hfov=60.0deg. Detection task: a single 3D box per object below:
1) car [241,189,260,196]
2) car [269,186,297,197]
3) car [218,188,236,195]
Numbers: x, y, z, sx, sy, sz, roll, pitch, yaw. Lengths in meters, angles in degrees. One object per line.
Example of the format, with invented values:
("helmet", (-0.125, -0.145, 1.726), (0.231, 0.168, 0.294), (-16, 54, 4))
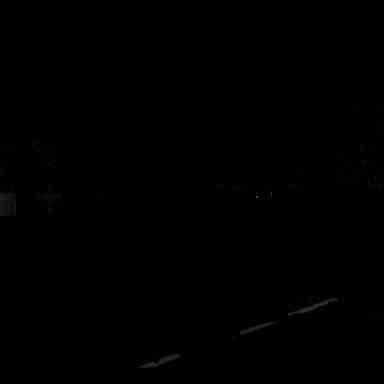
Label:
("car", (11.743, 0.154, 66.337), (1.812, 1.442, 4.674), (-2, 2, -35))
("car", (17.247, -0.151, 63.440), (2.150, 2.045, 5.566), (-2, 2, -36))
("car", (7.991, -0.165, 76.230), (1.837, 1.490, 4.892), (-2, 2, -36))
